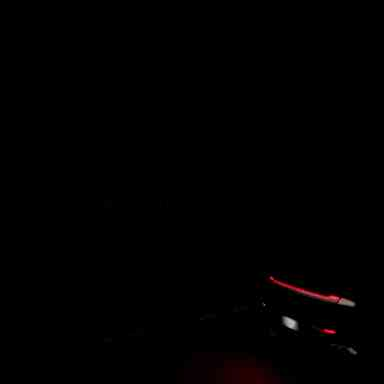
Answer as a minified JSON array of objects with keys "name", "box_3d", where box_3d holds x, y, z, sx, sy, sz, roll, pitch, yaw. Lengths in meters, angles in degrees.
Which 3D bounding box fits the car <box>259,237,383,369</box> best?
[{"name":"car","box_3d":[3.365,1.535,5.644,4.902,1.511,2.128,1,0,-31]}]
